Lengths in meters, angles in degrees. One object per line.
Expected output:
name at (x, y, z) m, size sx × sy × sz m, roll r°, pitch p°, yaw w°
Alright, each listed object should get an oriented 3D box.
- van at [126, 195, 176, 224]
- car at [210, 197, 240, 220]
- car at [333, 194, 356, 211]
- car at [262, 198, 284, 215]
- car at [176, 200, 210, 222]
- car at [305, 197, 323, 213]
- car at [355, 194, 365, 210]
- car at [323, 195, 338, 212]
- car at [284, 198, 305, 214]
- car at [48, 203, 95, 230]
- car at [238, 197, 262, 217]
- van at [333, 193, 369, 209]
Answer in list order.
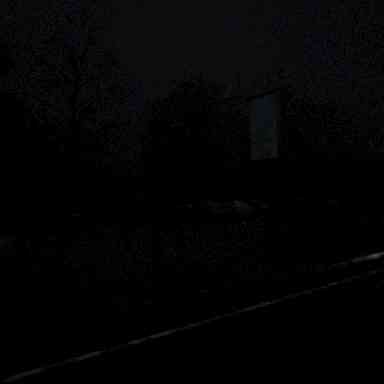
van at (-3.326, 1.201, 24.471) m, size 1.878 × 1.987 × 4.442 m, roll 0°, pitch 0°, yaw -36°
car at (1.261, 1.399, 27.603) m, size 2.097 × 1.535 × 5.008 m, roll 0°, pitch 0°, yaw -36°
car at (14.909, 1.319, 37.144) m, size 1.946 × 1.575 × 5.366 m, roll 0°, pitch 0°, yaw -36°
car at (5.754, 1.247, 30.862) m, size 2.185 × 1.767 × 4.553 m, roll 0°, pitch 0°, yaw -36°
car at (-0.998, 1.453, 25.989) m, size 2.002 × 1.452 × 4.674 m, roll 0°, pitch 0°, yaw -36°
car at (10.291, 1.348, 34.062) m, size 2.231 × 1.521 × 4.892 m, roll 0°, pitch 0°, yaw -36°
car at (17.042, 1.339, 38.935) m, size 2.163 × 1.488 × 4.792 m, roll 0°, pitch 0°, yaw -36°
car at (12.527, 1.364, 35.705) m, size 2.163 × 1.488 × 4.792 m, roll 0°, pitch 0°, yaw -36°
car at (8.027, 1.359, 32.457) m, size 2.097 × 1.535 × 5.008 m, roll 0°, pitch 0°, yaw -36°
car at (-7.754, 1.485, 21.124) m, size 2.163 × 1.488 × 4.792 m, roll 0°, pitch 0°, yaw -36°
car at (3.517, 1.426, 29.220) m, size 2.002 × 1.452 × 4.674 m, roll 0°, pitch 0°, yaw -36°
van at (19.383, 1.072, 40.429) m, size 1.878 × 1.987 × 4.442 m, roll 0°, pitch 0°, yaw -36°
